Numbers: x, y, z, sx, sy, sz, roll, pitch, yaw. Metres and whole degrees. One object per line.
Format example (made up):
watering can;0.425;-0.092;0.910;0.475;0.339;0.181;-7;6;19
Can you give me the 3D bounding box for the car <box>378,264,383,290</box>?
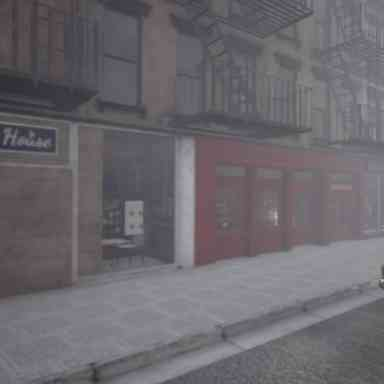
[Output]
car;5.898;1.601;6.968;4.718;1.301;1.895;0;0;-35
